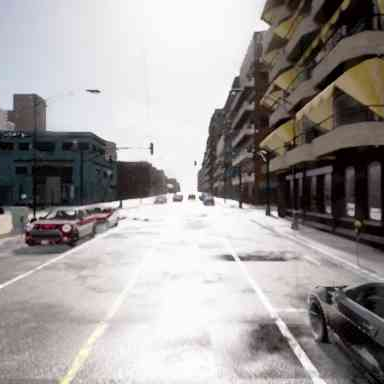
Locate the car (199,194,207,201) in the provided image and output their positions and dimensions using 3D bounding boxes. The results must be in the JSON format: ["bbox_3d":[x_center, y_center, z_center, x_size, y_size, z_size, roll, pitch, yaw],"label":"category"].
[{"bbox_3d":[2.689,1.319,81.008,1.752,1.417,4.829,1,0,0],"label":"car"}]

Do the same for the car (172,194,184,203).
[{"bbox_3d":[-3.013,1.315,67.572,1.882,1.535,5.008,0,0,0],"label":"car"}]

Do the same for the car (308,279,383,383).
[{"bbox_3d":[2.700,1.560,3.512,1.947,1.339,4.313,1,0,0],"label":"car"}]

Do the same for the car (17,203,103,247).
[{"bbox_3d":[-5.647,1.413,14.769,1.967,1.590,4.097,1,0,0],"label":"car"}]

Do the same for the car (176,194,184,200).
[{"bbox_3d":[-3.014,1.259,83.080,1.882,1.535,5.008,0,0,0],"label":"car"}]

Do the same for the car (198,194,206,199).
[{"bbox_3d":[2.687,1.320,92.001,1.947,1.339,4.313,1,0,0],"label":"car"}]

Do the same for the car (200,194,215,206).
[{"bbox_3d":[2.693,1.431,52.936,2.008,1.369,4.403,1,0,0],"label":"car"}]

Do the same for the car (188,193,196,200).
[{"bbox_3d":[-0.014,1.135,82.806,2.097,1.767,4.553,0,0,0],"label":"car"}]

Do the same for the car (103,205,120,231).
[{"bbox_3d":[-5.650,1.506,20.415,1.887,1.381,4.507,1,0,0],"label":"car"}]

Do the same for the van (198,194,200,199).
[{"bbox_3d":[2.693,1.172,69.677,1.690,1.788,3.998,1,0,0],"label":"van"}]

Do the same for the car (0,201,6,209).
[{"bbox_3d":[-25.206,1.654,40.801,4.313,1.339,1.947,0,0,1],"label":"car"}]

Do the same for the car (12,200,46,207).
[{"bbox_3d":[-19.724,1.614,40.726,4.403,1.369,2.008,0,0,1],"label":"car"}]

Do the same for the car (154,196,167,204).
[{"bbox_3d":[-5.689,1.446,58.479,1.802,1.307,4.206,1,0,0],"label":"car"}]

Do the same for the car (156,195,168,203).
[{"bbox_3d":[-5.689,1.392,64.059,1.887,1.381,4.507,1,0,0],"label":"car"}]
